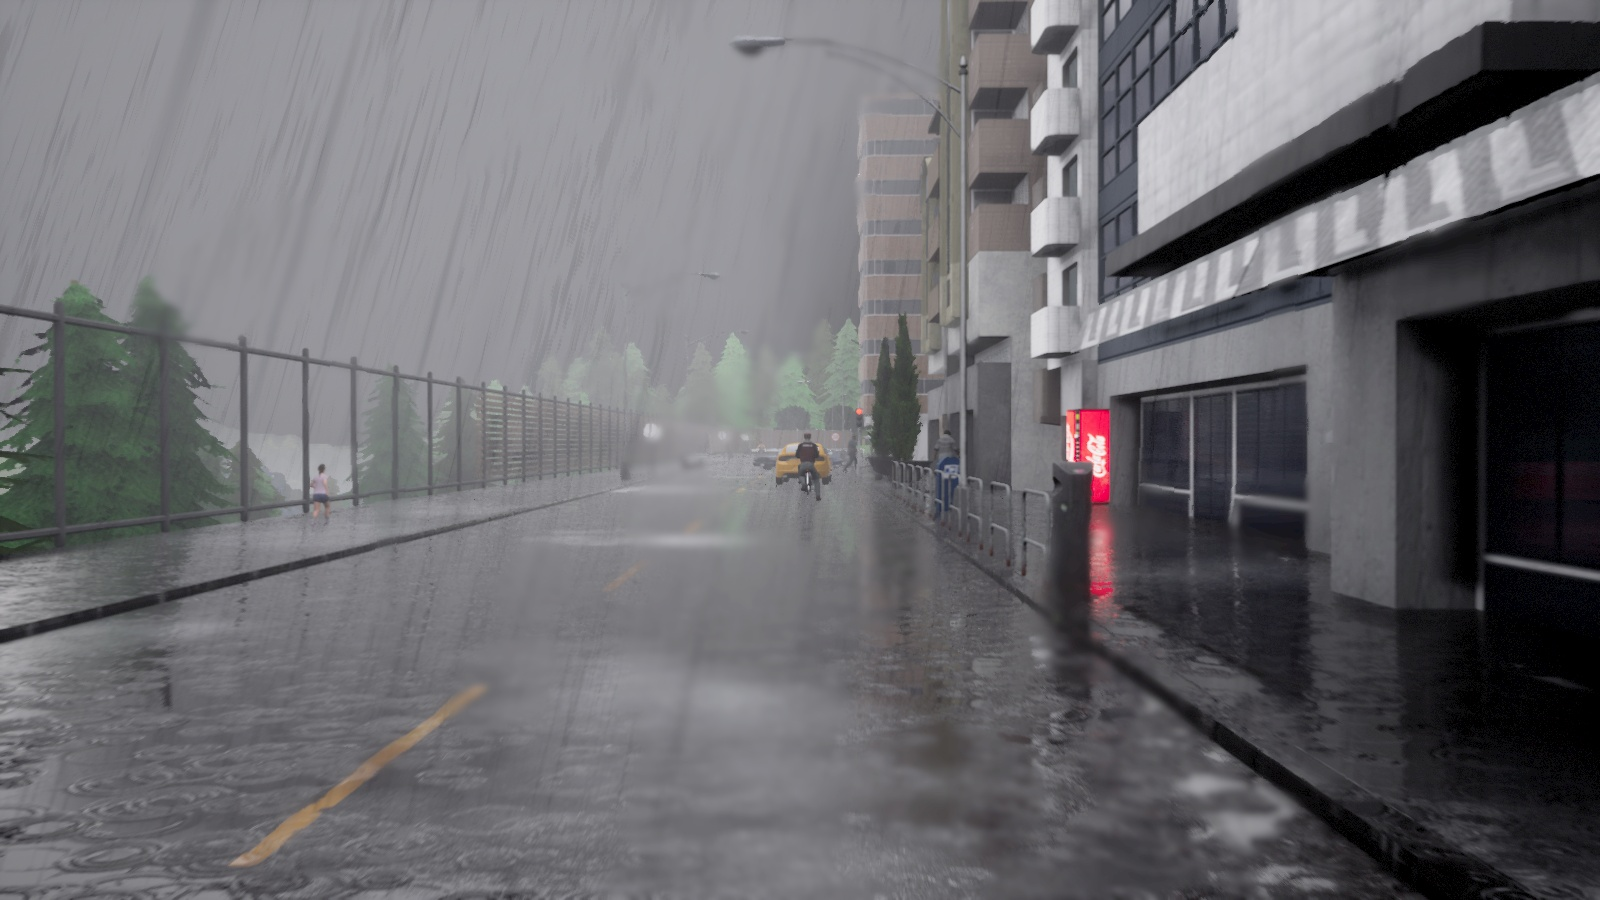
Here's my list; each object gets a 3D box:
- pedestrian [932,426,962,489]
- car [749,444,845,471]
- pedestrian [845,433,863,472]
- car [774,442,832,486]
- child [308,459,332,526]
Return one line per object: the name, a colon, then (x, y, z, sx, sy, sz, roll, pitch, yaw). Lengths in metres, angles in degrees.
pedestrian: (4.628, 0.234, 39.601, 0.659, 1.952, 0.873, 0, 0, 29)
car: (-0.123, 0.403, 69.376, 5.357, 1.411, 2.033, 0, 0, -43)
pedestrian: (2.560, 0.115, 59.364, 0.694, 1.848, 0.540, 0, 0, -18)
car: (0.169, 0.463, 46.359, 1.882, 1.535, 5.008, 0, 0, 3)
child: (-8.096, 0.710, 21.193, 0.255, 1.110, 0.394, 0, 0, 1)
